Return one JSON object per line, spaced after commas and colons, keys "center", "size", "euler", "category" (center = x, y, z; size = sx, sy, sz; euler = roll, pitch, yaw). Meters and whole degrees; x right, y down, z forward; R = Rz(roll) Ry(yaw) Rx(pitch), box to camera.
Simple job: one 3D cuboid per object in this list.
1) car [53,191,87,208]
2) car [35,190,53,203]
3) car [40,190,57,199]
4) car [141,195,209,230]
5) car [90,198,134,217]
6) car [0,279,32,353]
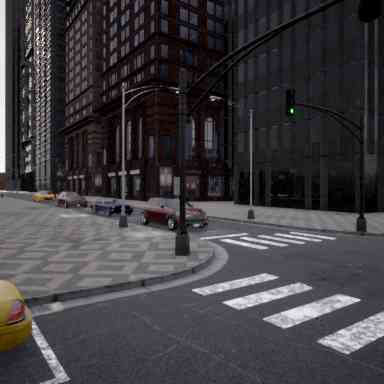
{"center": [-12.577, 0.711, 34.809], "size": [2.097, 1.767, 4.553], "euler": [0, 1, -36], "category": "car"}
{"center": [-20.086, 0.615, 45.329], "size": [1.882, 1.535, 5.008], "euler": [0, 1, -35], "category": "car"}
{"center": [-24.731, 0.466, 57.116], "size": [1.812, 1.442, 4.674], "euler": [0, 1, -35], "category": "car"}
{"center": [-1.066, 1.072, 18.833], "size": [2.097, 1.767, 4.553], "euler": [0, 1, -36], "category": "car"}
{"center": [-6.333, 1.152, 26.138], "size": [1.895, 1.301, 4.718], "euler": [0, 1, -36], "category": "car"}
{"center": [-4.404, 1.525, 3.508], "size": [4.829, 1.417, 1.752], "euler": [0, 0, -35], "category": "car"}
